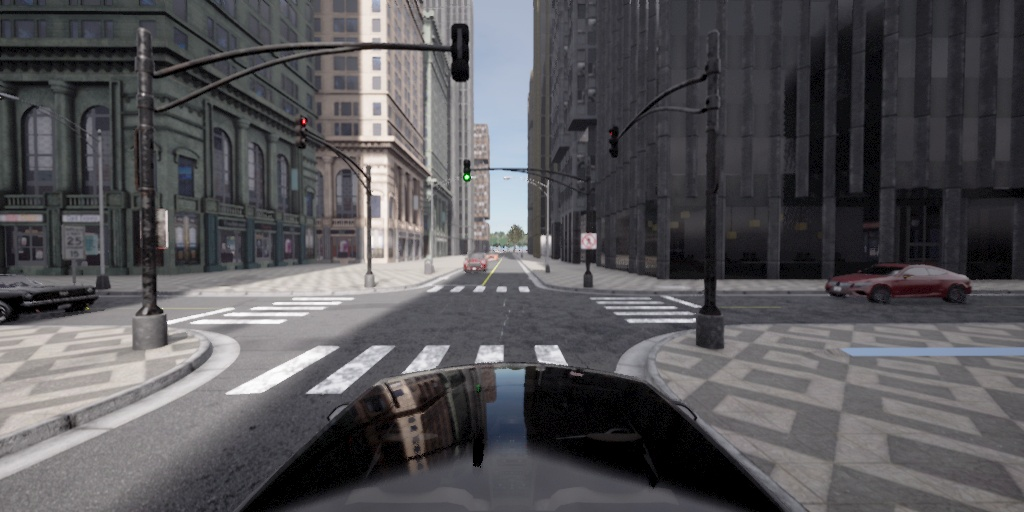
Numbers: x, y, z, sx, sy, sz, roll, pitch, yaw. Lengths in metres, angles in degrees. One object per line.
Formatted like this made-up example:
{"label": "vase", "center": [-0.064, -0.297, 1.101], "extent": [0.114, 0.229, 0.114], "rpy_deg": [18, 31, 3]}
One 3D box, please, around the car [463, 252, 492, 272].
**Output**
{"label": "car", "center": [-3.297, 0.499, 33.372], "extent": [2.097, 1.767, 4.553], "rpy_deg": [0, 1, -1]}

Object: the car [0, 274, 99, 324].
{"label": "car", "center": [-15.502, 1.187, 10.627], "extent": [4.718, 1.301, 1.895], "rpy_deg": [0, 1, -1]}

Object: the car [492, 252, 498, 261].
{"label": "car", "center": [-3.576, 0.017, 63.471], "extent": [2.097, 1.767, 4.553], "rpy_deg": [0, 1, -1]}

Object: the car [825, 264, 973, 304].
{"label": "car", "center": [15.084, 1.026, 14.073], "extent": [4.674, 1.442, 1.812], "rpy_deg": [0, 1, -1]}
